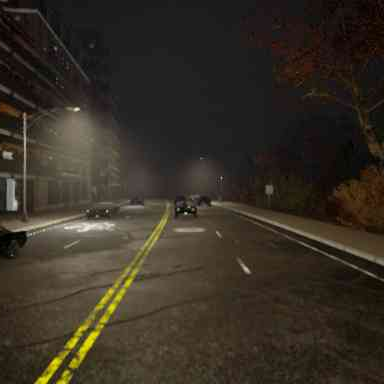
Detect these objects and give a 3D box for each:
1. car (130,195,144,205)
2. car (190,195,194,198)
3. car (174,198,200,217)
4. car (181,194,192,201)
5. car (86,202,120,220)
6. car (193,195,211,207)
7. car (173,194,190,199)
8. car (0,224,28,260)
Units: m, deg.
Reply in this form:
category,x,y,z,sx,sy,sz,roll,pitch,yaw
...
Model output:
category,x,y,z,sx,sy,sz,roll,pitch,yaw
car,-8.651,1.307,52.663,2.128,1.511,4.902,0,0,-4
car,0.567,1.266,60.209,2.128,1.511,4.902,0,0,-5
car,-0.625,1.496,30.056,1.895,1.301,4.718,0,0,-3
car,-1.236,1.225,77.681,2.128,1.511,4.902,0,0,-7
car,-7.204,1.511,27.204,1.895,1.301,4.718,0,0,-2
car,1.628,1.331,47.318,1.837,1.490,4.892,0,0,-4
car,-1.738,1.300,48.908,1.882,1.535,5.008,0,0,-4
car,-6.700,1.571,9.529,1.895,1.301,4.718,0,0,-1
